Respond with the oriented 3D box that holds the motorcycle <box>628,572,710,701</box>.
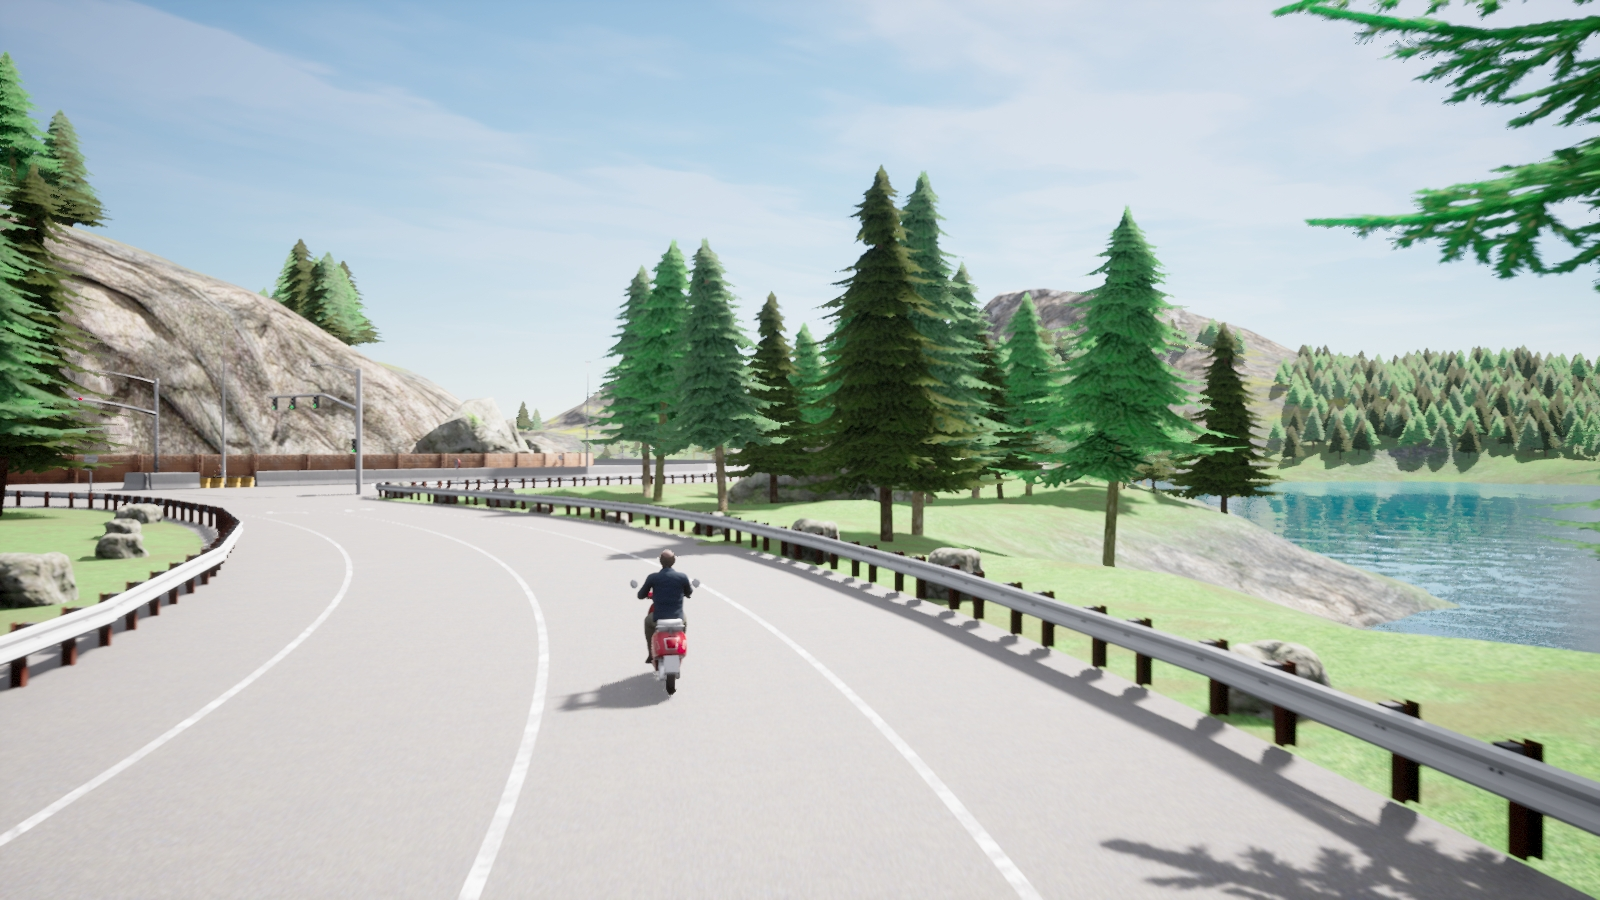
[{"bbox_3d":[-1.603,2.182,13.697,0.856,1.236,1.805,0,0,-11],"label":"motorcycle"}]
